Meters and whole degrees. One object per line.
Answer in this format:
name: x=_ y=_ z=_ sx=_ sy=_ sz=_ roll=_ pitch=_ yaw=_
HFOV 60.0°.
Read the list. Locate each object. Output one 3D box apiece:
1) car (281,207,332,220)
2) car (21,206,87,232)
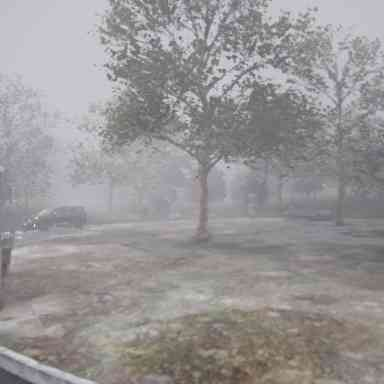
car: x=12.876 y=2.355 z=37.582 sx=5.357 sy=1.411 sz=2.033 roll=-1 pitch=-2 yaw=21
car: x=-11.791 y=2.269 z=28.929 sx=2.150 sy=2.045 sz=5.566 roll=-3 pitch=-2 yaw=35
